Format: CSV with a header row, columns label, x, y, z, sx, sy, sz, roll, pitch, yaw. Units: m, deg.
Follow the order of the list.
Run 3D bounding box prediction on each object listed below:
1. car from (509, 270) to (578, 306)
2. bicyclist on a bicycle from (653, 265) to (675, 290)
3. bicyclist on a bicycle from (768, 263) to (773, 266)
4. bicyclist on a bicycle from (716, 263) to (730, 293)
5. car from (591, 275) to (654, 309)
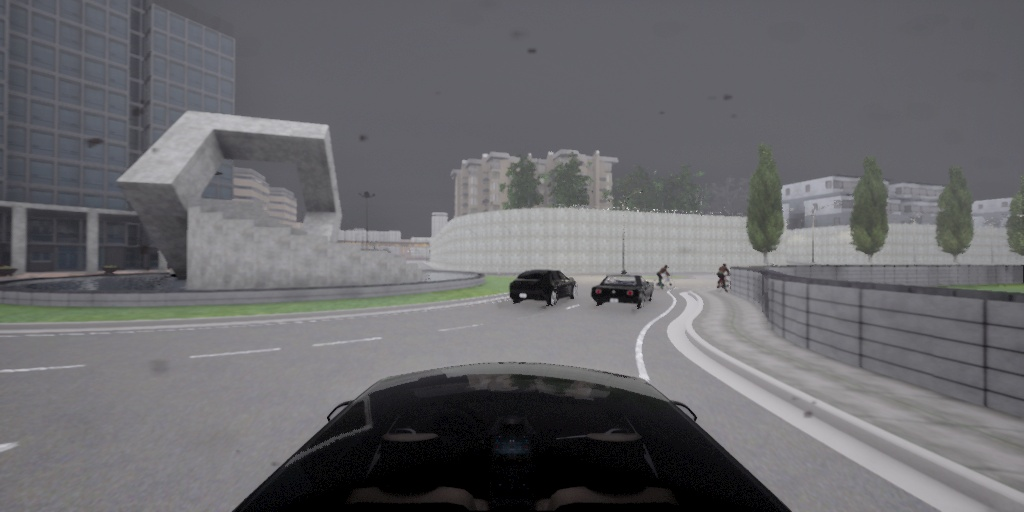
label,x,y,z,sx,sy,sz,roll,pitch,yaw
car,1.583,1.365,16.612,1.837,1.490,4.892,0,-1,28
bicyclist on a bicycle,9.879,1.394,23.321,1.656,1.620,0.582,1,0,-9
bicyclist on a bicycle,24.662,1.531,34.294,1.656,1.620,0.582,0,0,5
bicyclist on a bicycle,11.934,1.233,20.270,1.656,1.620,0.582,1,-1,-37
car,5.068,1.471,15.943,1.895,1.301,4.718,0,0,29
